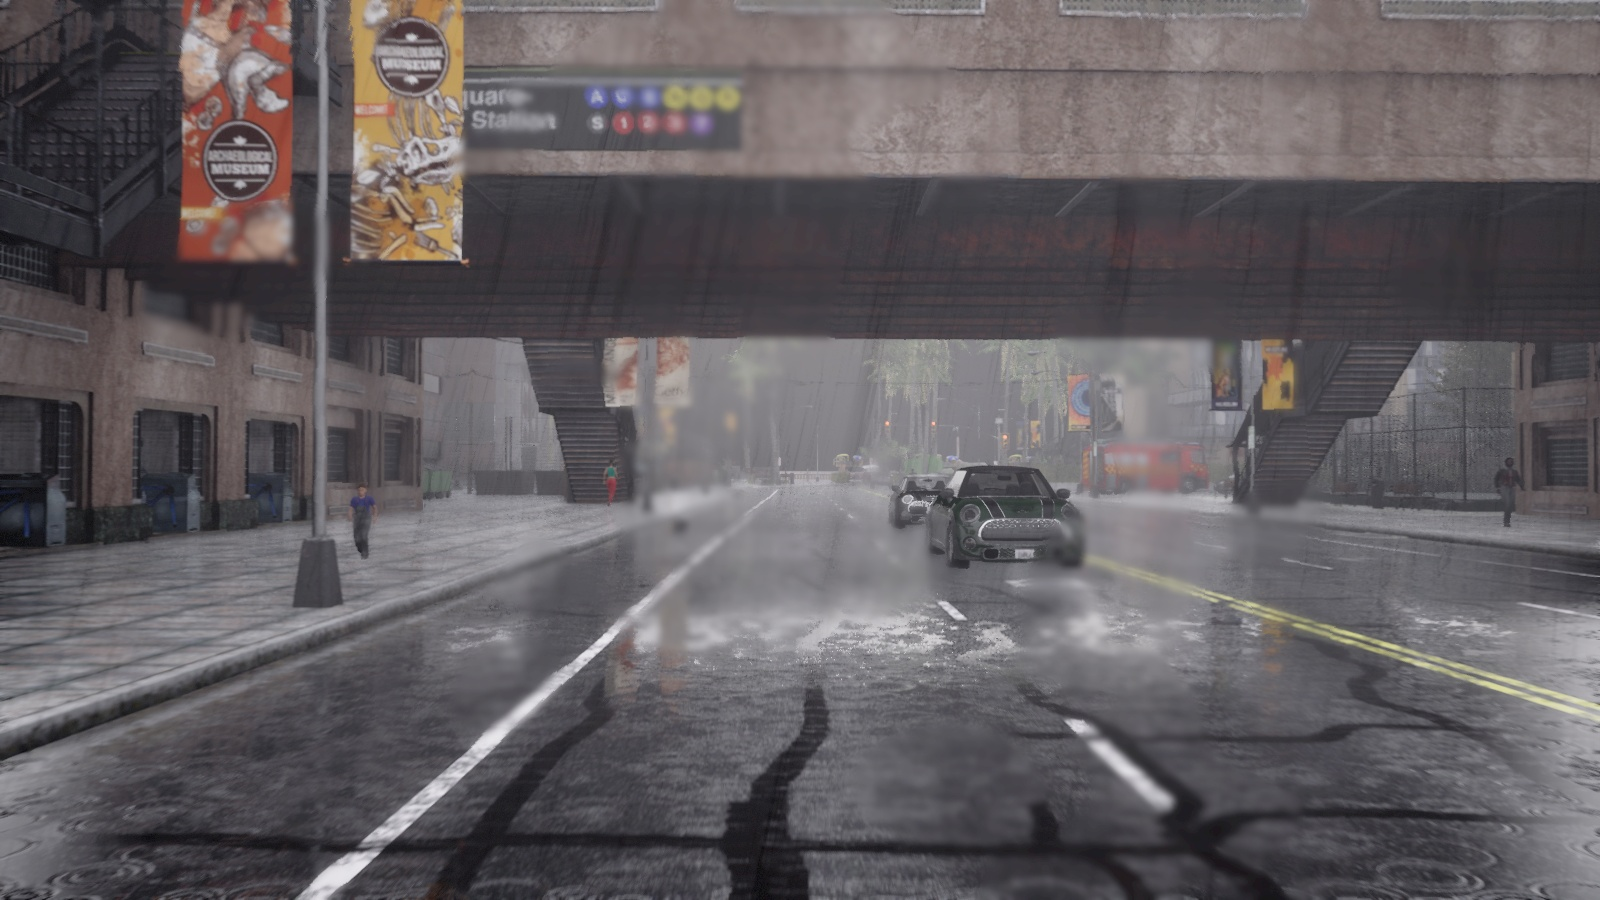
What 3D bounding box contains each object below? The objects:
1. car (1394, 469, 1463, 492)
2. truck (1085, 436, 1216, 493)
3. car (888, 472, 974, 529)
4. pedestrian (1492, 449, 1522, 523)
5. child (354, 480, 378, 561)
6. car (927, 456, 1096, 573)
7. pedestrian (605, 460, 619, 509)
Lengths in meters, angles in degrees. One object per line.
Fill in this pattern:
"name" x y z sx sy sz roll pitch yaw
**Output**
"car" 41.930 2.027 83.794 3.705 1.549 1.789 0 -1 -1
"truck" 24.195 1.003 86.624 8.468 3.827 2.891 0 -1 -17
"car" 3.507 1.341 34.349 1.970 1.475 3.806 0 -1 0
"pedestrian" 18.565 0.949 32.974 0.402 1.930 0.666 0 -1 3
"child" -6.892 1.113 19.955 0.270 1.263 0.437 0 -1 -5
"car" 3.450 1.018 21.427 2.097 1.767 4.553 0 -1 0
"pedestrian" -7.104 1.295 47.499 0.345 1.836 0.594 0 -1 12
